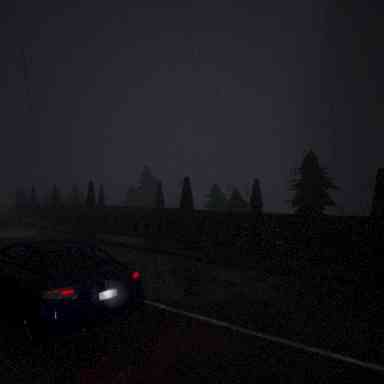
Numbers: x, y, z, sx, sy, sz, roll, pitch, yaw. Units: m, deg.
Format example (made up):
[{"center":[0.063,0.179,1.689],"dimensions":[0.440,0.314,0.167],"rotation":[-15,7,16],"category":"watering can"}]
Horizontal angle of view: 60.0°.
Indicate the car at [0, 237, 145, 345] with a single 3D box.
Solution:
[{"center":[-2.864,1.587,6.520],"dimensions":[4.181,1.385,1.994],"rotation":[0,0,40],"category":"car"}]
